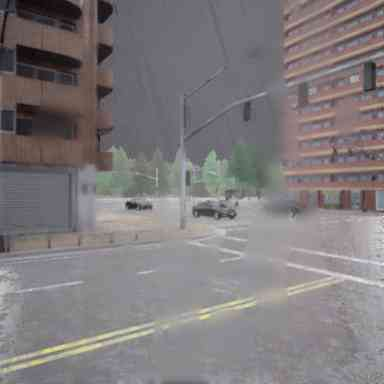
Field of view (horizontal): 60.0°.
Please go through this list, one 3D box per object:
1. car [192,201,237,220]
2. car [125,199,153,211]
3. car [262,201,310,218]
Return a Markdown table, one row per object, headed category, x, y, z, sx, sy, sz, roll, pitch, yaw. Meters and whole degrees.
| category | x | y | z | sx | sy | sz | roll | pitch | yaw |
| --- | --- | --- | --- | --- | --- | --- | --- | --- | --- |
| car | 1.912 | 1.581 | 29.195 | 1.837 | 1.490 | 4.892 | 0 | 0 | -35 |
| car | -6.595 | 1.561 | 41.420 | 1.882 | 1.535 | 5.008 | 0 | 0 | -35 |
| car | 8.890 | 1.610 | 31.755 | 1.837 | 1.490 | 4.892 | 1 | -1 | -34 |
